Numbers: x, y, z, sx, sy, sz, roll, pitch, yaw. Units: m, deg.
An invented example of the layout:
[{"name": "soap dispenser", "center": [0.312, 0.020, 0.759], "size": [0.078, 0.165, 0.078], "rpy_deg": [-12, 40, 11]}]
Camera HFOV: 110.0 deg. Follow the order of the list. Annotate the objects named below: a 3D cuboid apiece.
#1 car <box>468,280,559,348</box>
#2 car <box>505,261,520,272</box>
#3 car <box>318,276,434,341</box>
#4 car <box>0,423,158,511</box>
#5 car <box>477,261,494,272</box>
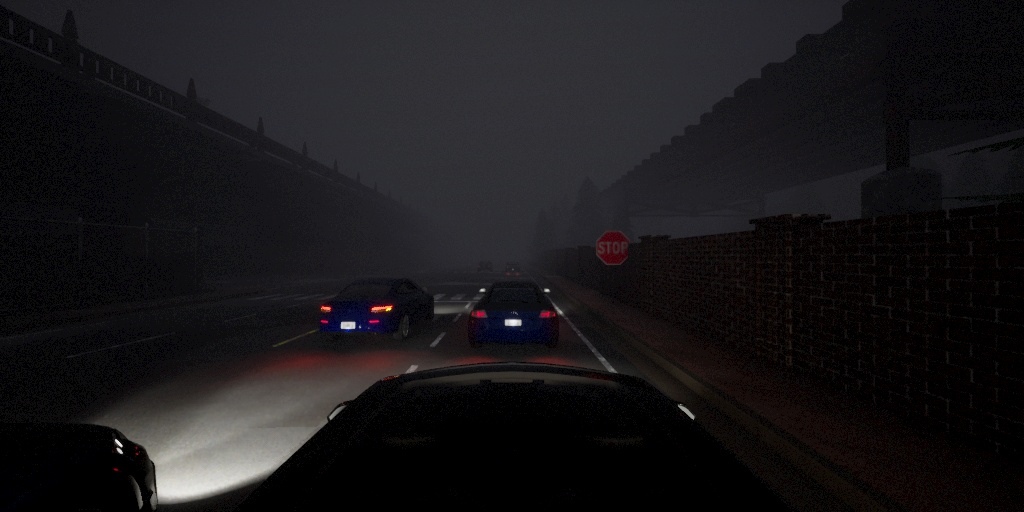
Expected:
[{"name": "car", "center": [0.066, 1.314, 9.238], "size": [1.994, 1.385, 4.181], "rpy_deg": [0, 0, 1]}, {"name": "car", "center": [0.082, 1.351, 46.056], "size": [1.895, 1.301, 4.718], "rpy_deg": [0, 0, -1]}, {"name": "car", "center": [-3.416, 1.276, 9.759], "size": [1.812, 1.442, 4.674], "rpy_deg": [0, 0, 0]}, {"name": "car", "center": [-3.398, 1.314, 0.663], "size": [1.994, 1.385, 4.181], "rpy_deg": [0, 0, 0]}, {"name": "car", "center": [-3.413, 1.297, 45.889], "size": [2.033, 1.411, 5.357], "rpy_deg": [0, 0, -1]}]
